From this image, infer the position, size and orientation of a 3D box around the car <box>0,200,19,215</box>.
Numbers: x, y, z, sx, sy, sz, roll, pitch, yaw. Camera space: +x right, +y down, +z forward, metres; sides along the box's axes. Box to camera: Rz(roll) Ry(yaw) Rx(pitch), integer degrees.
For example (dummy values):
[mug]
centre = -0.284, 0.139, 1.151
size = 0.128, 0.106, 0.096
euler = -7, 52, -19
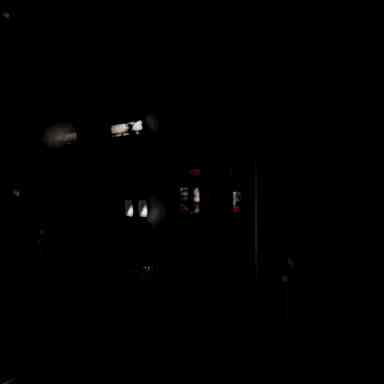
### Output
[car]
centre = -16.065, 1.412, 29.590
size = 2.033, 1.411, 5.357
euler = 0, 1, 36
